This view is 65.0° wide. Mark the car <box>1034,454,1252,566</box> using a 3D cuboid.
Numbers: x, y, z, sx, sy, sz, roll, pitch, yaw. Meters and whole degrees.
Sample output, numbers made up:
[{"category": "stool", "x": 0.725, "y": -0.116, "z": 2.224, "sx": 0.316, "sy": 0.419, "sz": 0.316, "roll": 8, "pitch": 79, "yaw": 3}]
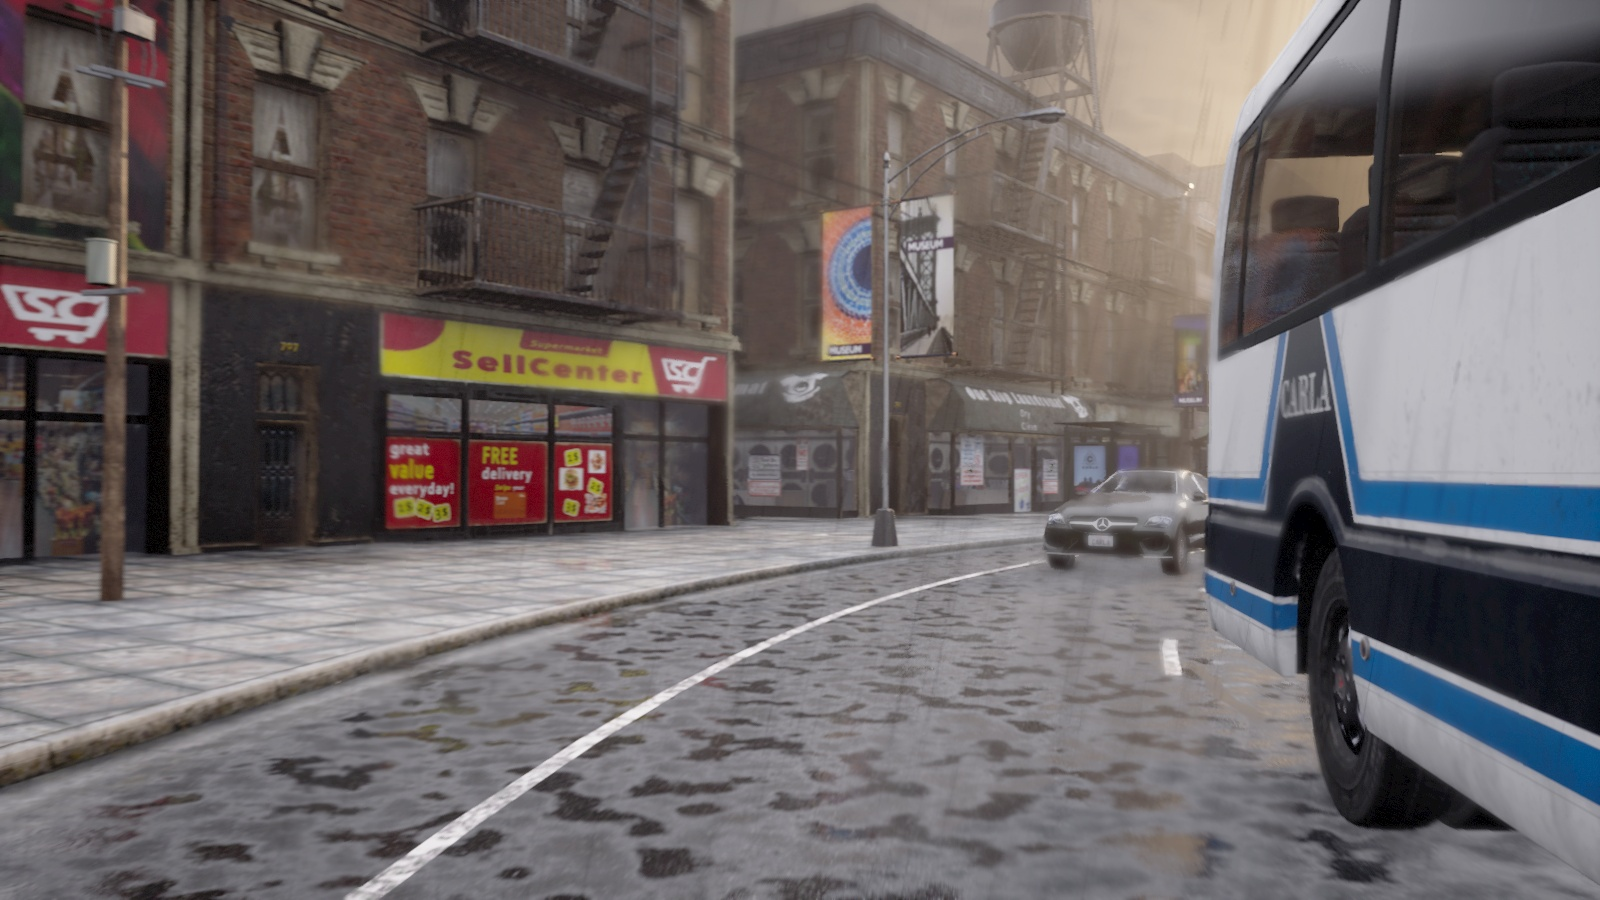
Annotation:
[{"category": "car", "x": 5.955, "y": 0.933, "z": 21.321, "sx": 2.152, "sy": 1.651, "sz": 5.027, "roll": -1, "pitch": -1, "yaw": 33}]

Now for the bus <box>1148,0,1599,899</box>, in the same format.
[{"category": "bus", "x": 3.527, "y": -0.524, "z": 2.855, "sx": 3.944, "sy": 4.253, "sz": 10.273, "roll": -1, "pitch": -1, "yaw": 8}]
